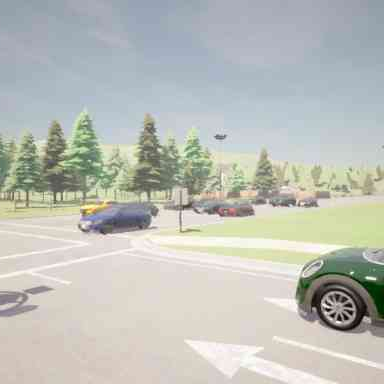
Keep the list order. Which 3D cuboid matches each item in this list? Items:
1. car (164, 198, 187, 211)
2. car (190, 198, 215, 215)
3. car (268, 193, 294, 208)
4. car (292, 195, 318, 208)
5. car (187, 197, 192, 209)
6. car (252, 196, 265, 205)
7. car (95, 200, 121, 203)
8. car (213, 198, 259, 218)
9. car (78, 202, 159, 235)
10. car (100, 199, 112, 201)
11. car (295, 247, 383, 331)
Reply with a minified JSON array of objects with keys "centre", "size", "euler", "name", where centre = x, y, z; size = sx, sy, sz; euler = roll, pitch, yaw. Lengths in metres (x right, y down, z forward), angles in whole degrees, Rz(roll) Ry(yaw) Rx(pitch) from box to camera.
[{"centre":[-1.458,1.352,40.798],"size":[2.097,1.767,4.553],"euler":[0,0,36],"name":"car"},{"centre":[2.174,1.526,33.909],"size":[1.812,1.442,4.674],"euler":[0,0,36],"name":"car"},{"centre":[13.824,1.221,49.753],"size":[2.150,2.045,5.566],"euler":[0,0,37],"name":"car"},{"centre":[16.636,1.491,47.668],"size":[2.128,1.511,4.902],"euler":[0,0,37],"name":"car"},{"centre":[1.878,1.505,39.427],"size":[1.837,1.490,4.892],"euler":[0,0,36],"name":"car"},{"centre":[11.293,1.492,58.077],"size":[2.128,1.511,4.902],"euler":[0,0,37],"name":"car"},{"centre":[-4.959,1.526,24.203],"size":[1.812,1.442,4.674],"euler":[0,0,36],"name":"car"},{"centre":[4.099,1.564,30.625],"size":[1.994,1.385,4.181],"euler":[0,0,36],"name":"car"},{"centre":[-4.249,1.525,19.087],"size":[1.812,1.442,4.674],"euler":[0,0,35],"name":"car"},{"centre":[-8.245,1.478,31.552],"size":[1.882,1.535,5.008],"euler":[0,0,36],"name":"car"},{"centre":[4.088,1.352,5.374],"size":[4.553,1.767,2.097],"euler":[0,0,36],"name":"car"}]
